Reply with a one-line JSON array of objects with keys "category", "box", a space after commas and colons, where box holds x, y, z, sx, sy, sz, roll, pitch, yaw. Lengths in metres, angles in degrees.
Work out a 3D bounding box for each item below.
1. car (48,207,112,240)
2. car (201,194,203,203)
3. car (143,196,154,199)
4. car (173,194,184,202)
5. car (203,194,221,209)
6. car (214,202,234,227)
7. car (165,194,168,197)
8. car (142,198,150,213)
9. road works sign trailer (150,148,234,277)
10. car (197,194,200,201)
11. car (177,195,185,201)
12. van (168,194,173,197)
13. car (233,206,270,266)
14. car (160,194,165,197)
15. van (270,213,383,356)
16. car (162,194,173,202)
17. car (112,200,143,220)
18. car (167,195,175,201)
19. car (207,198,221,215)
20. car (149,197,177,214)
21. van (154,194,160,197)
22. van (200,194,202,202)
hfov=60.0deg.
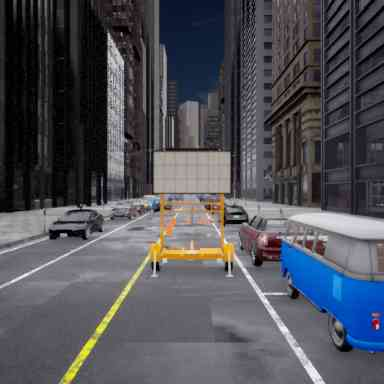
[{"category": "car", "box": [-5.755, 1.568, 17.095, 1.947, 1.339, 4.313, 0, 0, 0]}, {"category": "car", "box": [2.780, 1.333, 45.151, 2.192, 1.841, 5.009, 0, 0, 0]}, {"category": "car", "box": [-5.747, 1.539, 39.362, 1.752, 1.417, 4.829, 0, 0, 0]}, {"category": "car", "box": [-2.971, 1.489, 76.802, 2.033, 1.411, 5.357, 0, 0, 0]}, {"category": "car", "box": [2.778, 1.329, 39.542, 2.192, 1.841, 5.009, 0, 0, 0]}, {"category": "car", "box": [2.772, 1.570, 22.714, 1.947, 1.339, 4.313, 0, 0, 0]}, {"category": "car", "box": [-5.741, 1.342, 56.361, 2.192, 1.841, 5.009, 0, 0, 0]}, {"category": "car", "box": [-5.749, 1.592, 33.923, 1.802, 1.307, 4.206, 0, 0, 0]}, {"category": "road works sign trailer", "box": [0.004, 0.465, 10.222, 2.380, 3.560, 2.880, 0, 0, 0]}, {"category": "car", "box": [2.791, 1.357, 73.197, 2.192, 1.841, 5.009, 0, 0, 0]}, {"category": "car", "box": [-2.966, 1.630, 90.223, 2.033, 1.411, 5.357, 0, 0, 0]}, {"category": "van", "box": [-5.734, 1.382, 73.190, 1.690, 1.788, 3.998, 0, 0, 0]}, {"category": "car", "box": [2.768, 1.441, 11.496, 1.967, 1.590, 4.097, 0, 0, 0]}, {"category": "car", "box": [-5.743, 1.463, 50.751, 1.967, 1.590, 4.097, 0, 0, 0]}, {"category": "van", "box": [2.766, 1.341, 5.887, 1.690, 1.788, 3.998, 0, 0, 0]}, {"category": "car", "box": [-5.732, 1.362, 78.799, 2.192, 1.841, 5.009, 0, 0, 0]}, {"category": "car", "box": [-5.751, 1.558, 28.314, 2.008, 1.369, 4.403, 0, 0, 0]}, {"category": "car", "box": [-5.728, 1.608, 90.018, 2.008, 1.369, 4.403, 0, 0, 0]}, {"category": "car", "box": [2.776, 1.592, 33.933, 1.802, 1.307, 4.206, 0, 0, 0]}, {"category": "car", "box": [-3.087, 1.559, 36.287, 2.033, 1.411, 5.357, 0, 0, 0]}, {"category": "van", "box": [-5.745, 1.359, 45.142, 1.690, 1.788, 3.998, 0, 0, 0]}, {"category": "van", "box": [2.786, 1.373, 61.978, 1.690, 1.788, 3.998, 0, 0, 0]}]
